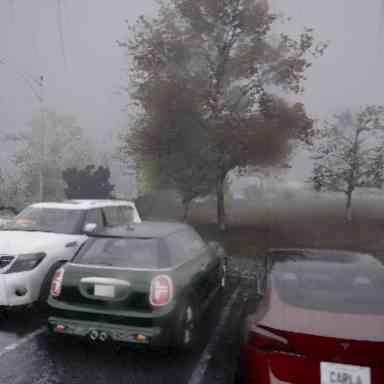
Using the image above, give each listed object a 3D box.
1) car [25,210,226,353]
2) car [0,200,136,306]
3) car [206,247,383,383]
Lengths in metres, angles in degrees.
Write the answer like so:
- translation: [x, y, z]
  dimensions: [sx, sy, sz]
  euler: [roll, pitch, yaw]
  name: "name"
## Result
- translation: [-0.628, 1.369, 6.520]
  dimensions: [2.185, 1.767, 4.553]
  euler: [0, -1, 15]
  name: "car"
- translation: [-3.056, 1.235, 8.230]
  dimensions: [2.435, 2.045, 5.566]
  euler: [1, 0, 15]
  name: "car"
- translation: [1.811, 1.523, 4.859]
  dimensions: [2.163, 1.488, 4.792]
  euler: [0, -1, 15]
  name: "car"
